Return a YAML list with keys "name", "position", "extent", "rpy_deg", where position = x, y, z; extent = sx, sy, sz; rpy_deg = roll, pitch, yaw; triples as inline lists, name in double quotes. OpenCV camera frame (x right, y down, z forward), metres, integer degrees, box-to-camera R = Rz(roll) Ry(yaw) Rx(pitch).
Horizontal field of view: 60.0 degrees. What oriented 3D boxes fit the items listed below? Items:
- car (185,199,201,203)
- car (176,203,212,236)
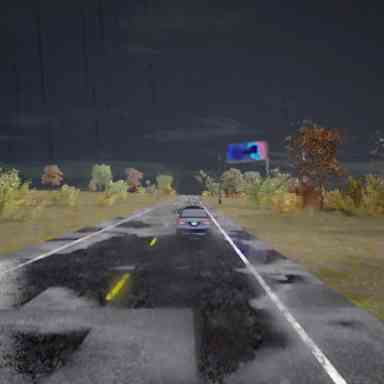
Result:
- name: "car"
  position: [0.117, 1.568, 42.629]
  extent: [2.033, 1.411, 5.357]
  rpy_deg: [0, 0, 0]
- name: "car"
  position: [0.108, 1.554, 18.410]
  extent: [2.033, 1.411, 5.357]
  rpy_deg: [0, 0, 0]
